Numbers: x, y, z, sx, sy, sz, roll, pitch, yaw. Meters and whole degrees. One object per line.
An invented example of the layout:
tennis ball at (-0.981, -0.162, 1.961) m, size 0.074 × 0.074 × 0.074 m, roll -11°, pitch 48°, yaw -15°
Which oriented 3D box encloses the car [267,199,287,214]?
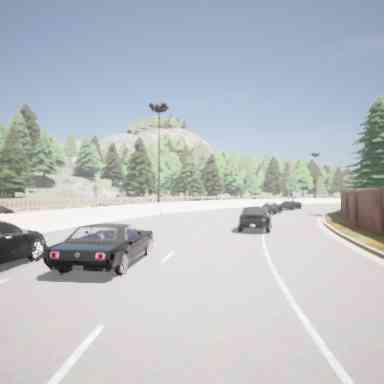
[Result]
car at (9.068, 1.762, 37.846) m, size 1.994 × 1.385 × 4.181 m, roll 0°, pitch 0°, yaw 28°

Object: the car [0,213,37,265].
car at (-6.171, 1.521, 9.680) m, size 1.837 × 1.490 × 4.892 m, roll 0°, pitch 0°, yaw 6°

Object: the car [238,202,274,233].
car at (3.949, 1.610, 20.669) m, size 1.837 × 1.490 × 4.892 m, roll 0°, pitch 0°, yaw 14°

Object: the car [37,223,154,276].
car at (-2.587, 1.636, 10.554) m, size 1.895 × 1.301 × 4.718 m, roll 0°, pitch 0°, yaw 7°

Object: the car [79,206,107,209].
car at (-8.745, 1.698, 31.302) m, size 1.895 × 1.301 × 4.718 m, roll 0°, pitch 0°, yaw 19°

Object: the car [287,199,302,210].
car at (14.087, 1.751, 46.999) m, size 2.128 × 1.511 × 4.902 m, roll 0°, pitch 0°, yaw 35°

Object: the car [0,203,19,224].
car at (-14.613, 1.565, 23.274) m, size 1.812 × 1.442 × 4.674 m, roll 0°, pitch 0°, yaw 13°
